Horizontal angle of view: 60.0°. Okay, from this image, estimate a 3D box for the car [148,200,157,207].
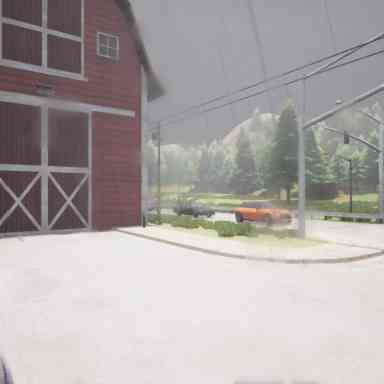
[{"bbox_3d":[-5.559,1.841,41.674,1.994,1.385,4.181,0,0,-35],"label":"car"}]

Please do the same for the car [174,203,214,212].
[{"bbox_3d":[0.060,1.771,33.457,2.033,1.411,5.357,0,0,-34],"label":"car"}]

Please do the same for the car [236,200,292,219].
[{"bbox_3d":[5.438,1.526,25.599,2.097,1.767,4.553,0,0,-34],"label":"car"}]

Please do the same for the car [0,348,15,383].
[{"bbox_3d":[-3.469,1.534,1.538,4.674,1.442,1.812,0,0,-35],"label":"car"}]

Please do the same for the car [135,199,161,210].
[{"bbox_3d":[-6.605,1.849,49.579,1.812,1.442,4.674,0,0,-34],"label":"car"}]
